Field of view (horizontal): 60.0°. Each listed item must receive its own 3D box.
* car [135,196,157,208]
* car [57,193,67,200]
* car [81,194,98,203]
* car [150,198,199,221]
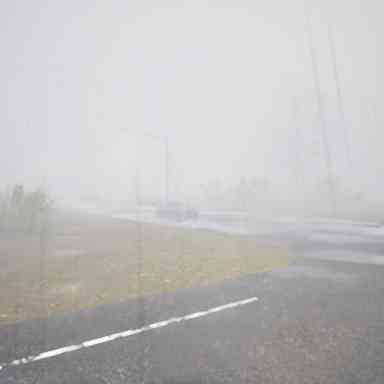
[{"bbox_3d":[-5.797,1.335,44.262,1.837,1.490,4.892,0,0,-37],"label":"car"},{"bbox_3d":[-30.371,1.069,76.493,1.882,1.535,5.008,0,0,-37],"label":"car"},{"bbox_3d":[-19.035,1.185,61.624,1.882,1.535,5.008,0,0,-37],"label":"car"},{"bbox_3d":[-1.249,1.480,26.754,1.994,1.385,4.181,0,0,-37],"label":"car"}]
